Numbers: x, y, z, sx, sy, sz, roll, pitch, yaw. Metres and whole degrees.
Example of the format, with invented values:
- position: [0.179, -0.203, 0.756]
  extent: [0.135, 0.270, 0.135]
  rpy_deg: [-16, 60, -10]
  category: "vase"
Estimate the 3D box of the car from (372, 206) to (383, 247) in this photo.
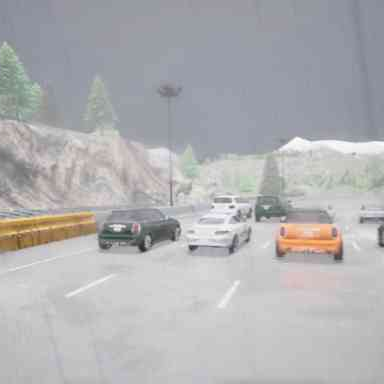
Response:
- position: [7.787, 1.431, 11.578]
  extent: [1.837, 1.490, 4.892]
  rpy_deg: [-1, 0, 21]
  category: "car"

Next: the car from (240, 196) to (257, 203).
- position: [13.455, 1.763, 78.962]
  extent: [1.994, 1.385, 4.181]
  rpy_deg: [-1, 0, 43]
  category: "car"

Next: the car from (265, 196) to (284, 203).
- position: [18.299, 1.594, 73.908]
  extent: [1.837, 1.490, 4.892]
  rpy_deg: [-1, 0, 43]
  category: "car"

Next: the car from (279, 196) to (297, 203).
- position: [20.723, 1.587, 71.381]
  extent: [1.994, 1.385, 4.181]
  rpy_deg: [-1, 0, 43]
  category: "car"

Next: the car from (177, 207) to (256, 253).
- position: [1.231, 1.586, 14.021]
  extent: [1.812, 1.442, 4.674]
  rpy_deg: [-1, 0, 21]
  category: "car"

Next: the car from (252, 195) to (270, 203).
- position: [15.894, 1.507, 76.458]
  extent: [2.097, 1.767, 4.553]
  rpy_deg: [-1, 0, 43]
  category: "car"

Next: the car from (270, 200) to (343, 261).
- position: [4.412, 1.342, 12.560]
  extent: [2.097, 1.767, 4.553]
  rpy_deg: [-1, -1, 20]
  category: "car"

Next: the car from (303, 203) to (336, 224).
- position: [9.785, 1.568, 25.241]
  extent: [1.895, 1.301, 4.718]
  rpy_deg: [-1, 0, 26]
  category: "car"

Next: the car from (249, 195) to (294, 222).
- position: [6.583, 1.252, 26.682]
  extent: [2.150, 2.045, 5.566]
  rpy_deg: [-1, 0, 26]
  category: "car"

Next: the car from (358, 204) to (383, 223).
- position: [12.936, 1.500, 23.718]
  extent: [1.895, 1.301, 4.718]
  rpy_deg: [-1, 0, 26]
  category: "car"

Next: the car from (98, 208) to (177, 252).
- position: [-2.167, 1.480, 14.947]
  extent: [2.097, 1.767, 4.553]
  rpy_deg: [-1, -1, 20]
  category: "car"

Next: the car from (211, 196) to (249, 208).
- position: [3.431, 1.320, 28.201]
  extent: [2.150, 2.045, 5.566]
  rpy_deg: [-1, 0, 26]
  category: "car"
